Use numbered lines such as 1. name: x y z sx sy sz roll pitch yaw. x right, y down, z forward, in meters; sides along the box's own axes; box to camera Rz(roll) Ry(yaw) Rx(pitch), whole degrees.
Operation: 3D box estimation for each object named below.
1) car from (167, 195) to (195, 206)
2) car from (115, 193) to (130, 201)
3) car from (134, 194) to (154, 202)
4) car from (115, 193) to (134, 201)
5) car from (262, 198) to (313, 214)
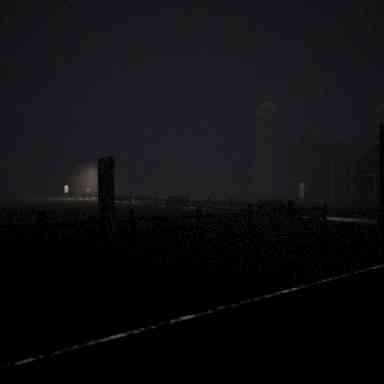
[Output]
1. car: -1.513 1.163 44.453 1.837 1.490 4.892 -1 1 -36
2. car: -12.846 1.034 60.381 2.033 1.411 5.357 -1 1 -36
3. car: -8.676 1.077 59.318 1.895 1.301 4.718 -1 1 -36
4. car: -13.535 0.899 66.048 1.837 1.490 4.892 -1 1 -36
5. car: 8.624 1.312 30.347 2.128 1.511 4.902 -1 1 -36
